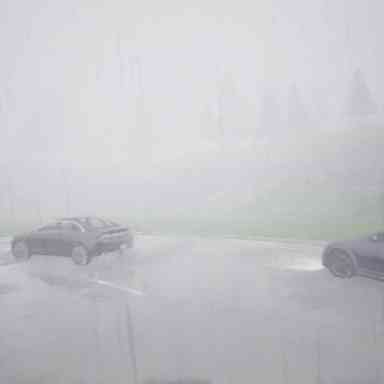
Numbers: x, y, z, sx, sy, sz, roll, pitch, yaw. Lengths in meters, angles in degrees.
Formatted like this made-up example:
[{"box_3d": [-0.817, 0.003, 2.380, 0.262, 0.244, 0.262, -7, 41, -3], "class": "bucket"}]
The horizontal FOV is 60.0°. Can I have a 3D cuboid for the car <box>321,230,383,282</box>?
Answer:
[{"box_3d": [5.014, 1.389, 7.443, 1.994, 1.385, 4.181, -2, 0, -26], "class": "car"}]

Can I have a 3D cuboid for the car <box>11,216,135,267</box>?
[{"box_3d": [-4.374, 1.647, 11.935, 4.902, 1.511, 2.128, -2, 0, 28], "class": "car"}]
